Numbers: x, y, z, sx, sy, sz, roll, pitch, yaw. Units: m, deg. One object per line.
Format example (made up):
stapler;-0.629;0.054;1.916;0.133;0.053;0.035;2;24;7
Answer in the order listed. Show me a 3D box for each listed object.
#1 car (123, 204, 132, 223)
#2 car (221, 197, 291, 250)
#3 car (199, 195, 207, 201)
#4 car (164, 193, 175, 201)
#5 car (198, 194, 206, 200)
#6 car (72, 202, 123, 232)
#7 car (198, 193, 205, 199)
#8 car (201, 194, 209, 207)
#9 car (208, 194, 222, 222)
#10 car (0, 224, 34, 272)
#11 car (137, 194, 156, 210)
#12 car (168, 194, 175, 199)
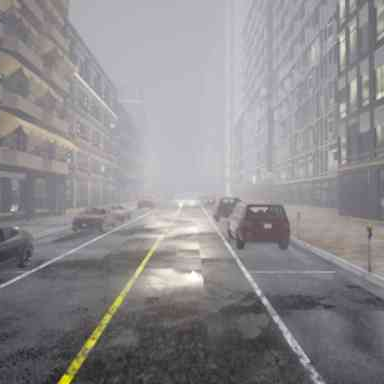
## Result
car;-5.692;1.478;25.342;1.752;1.417;4.829;1;0;0
car;2.697;1.290;14.213;2.192;1.841;5.009;1;0;0
car;2.657;1.389;82.029;1.947;1.339;4.313;1;0;0
car;-5.719;1.138;82.026;2.192;1.841;5.009;1;0;0
car;2.654;1.354;87.679;1.887;1.381;4.507;1;0;0
car;-5.689;1.508;19.862;1.887;1.381;4.507;1;0;0
car;2.653;1.235;93.331;1.967;1.590;4.097;1;0;0
car;2.677;1.344;48.120;1.967;1.590;4.097;1;0;0
car;2.692;1.268;25.515;2.192;1.841;5.009;1;0;0
car;-5.683;1.551;8.559;1.947;1.339;4.313;1;0;0
car;-5.698;1.231;42.467;2.192;1.841;5.009;1;0;0
car;-5.730;1.359;93.329;1.947;1.339;4.313;1;0;0
